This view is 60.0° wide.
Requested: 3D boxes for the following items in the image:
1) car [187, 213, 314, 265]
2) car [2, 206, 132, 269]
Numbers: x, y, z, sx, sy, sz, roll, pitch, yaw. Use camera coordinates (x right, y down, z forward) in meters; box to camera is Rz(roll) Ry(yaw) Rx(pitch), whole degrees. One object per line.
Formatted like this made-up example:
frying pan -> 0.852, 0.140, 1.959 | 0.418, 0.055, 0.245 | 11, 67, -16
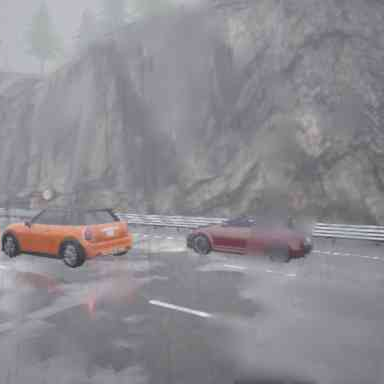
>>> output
car -> 1.886, 1.421, 11.233 | 4.181, 1.385, 1.994 | 0, 1, 33
car -> -4.232, 1.258, 11.033 | 4.553, 1.767, 2.097 | 0, 1, 32
